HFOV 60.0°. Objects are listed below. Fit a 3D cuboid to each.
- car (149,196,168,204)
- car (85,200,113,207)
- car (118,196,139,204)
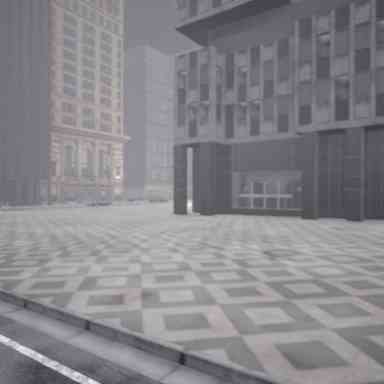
[{"bbox_3d":[-7.183,1.706,71.558,1.837,1.490,4.892,0,0,35],"label":"car"},{"bbox_3d":[-16.310,2.068,58.659,1.895,1.301,4.718,0,0,35],"label":"car"},{"bbox_3d":[-13.000,1.525,68.529,2.128,1.511,4.902,0,0,35],"label":"car"}]
